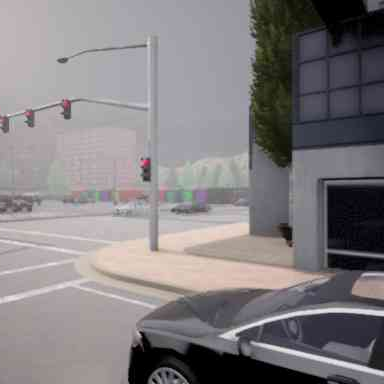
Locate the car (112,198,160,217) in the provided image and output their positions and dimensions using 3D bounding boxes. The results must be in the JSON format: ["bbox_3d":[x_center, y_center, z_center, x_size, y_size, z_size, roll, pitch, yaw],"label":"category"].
[{"bbox_3d":[-5.737,1.618,33.113,1.812,1.442,4.674,0,0,36],"label":"car"}]

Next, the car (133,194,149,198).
[{"bbox_3d":[-8.667,1.304,53.837,3.866,1.878,1.905,0,0,35],"label":"car"}]

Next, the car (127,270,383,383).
[{"bbox_3d":[1.533,1.493,2.868,4.902,1.511,2.128,0,0,36],"label":"car"}]

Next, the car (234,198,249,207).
[{"bbox_3d":[8.279,1.614,51.799,1.812,1.442,4.674,0,0,37],"label":"car"}]

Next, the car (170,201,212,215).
[{"bbox_3d":[0.013,1.625,35.000,2.033,1.411,5.357,0,0,37],"label":"car"}]

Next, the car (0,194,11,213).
[{"bbox_3d":[-21.696,1.302,35.471,4.605,1.855,1.932,0,0,35],"label":"car"}]

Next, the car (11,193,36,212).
[{"bbox_3d":[-19.979,1.304,37.801,3.866,1.878,1.905,0,0,35],"label":"car"}]

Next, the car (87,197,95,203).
[{"bbox_3d":[-21.249,1.580,66.272,3.905,1.438,1.784,0,0,35],"label":"car"}]

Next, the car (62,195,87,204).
[{"bbox_3d":[-22.977,1.369,63.946,4.605,1.855,1.932,0,0,35],"label":"car"}]

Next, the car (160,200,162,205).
[{"bbox_3d":[-6.984,1.543,56.192,3.806,1.475,1.970,0,0,35],"label":"car"}]
